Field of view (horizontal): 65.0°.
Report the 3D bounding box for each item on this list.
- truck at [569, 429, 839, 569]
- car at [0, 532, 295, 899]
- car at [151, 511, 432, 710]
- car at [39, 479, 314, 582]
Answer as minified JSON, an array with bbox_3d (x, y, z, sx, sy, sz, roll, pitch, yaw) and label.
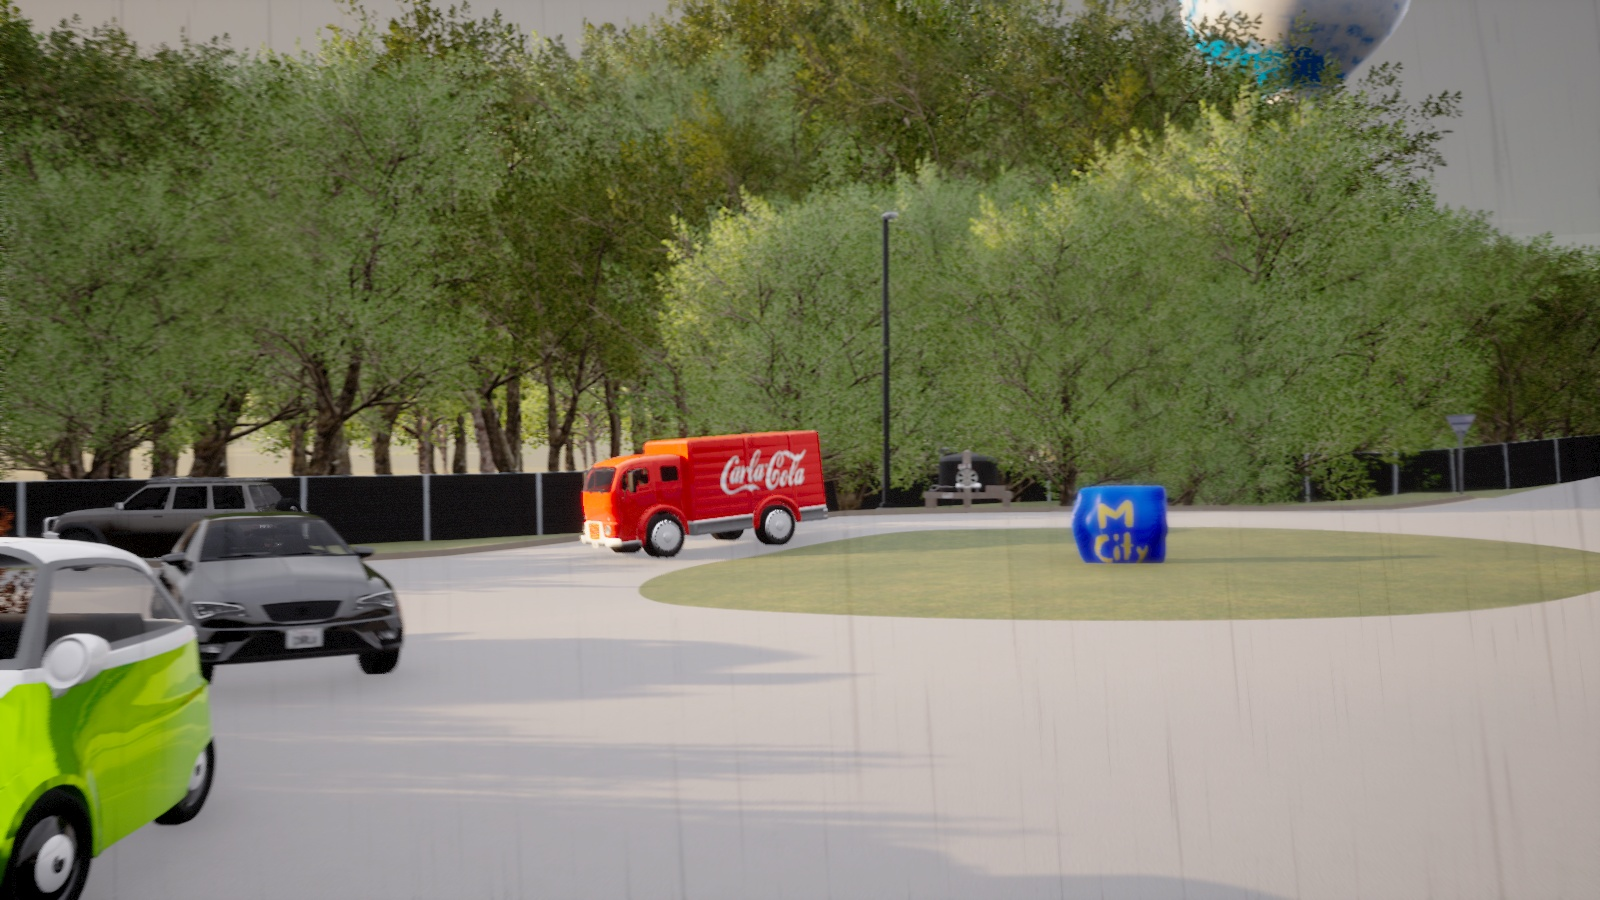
[{"bbox_3d":[-2.098,0.990,27.943,5.204,2.467,2.627,-6,2,-33],"label":"truck"},{"bbox_3d":[-3.260,1.057,5.157,1.481,1.376,2.207,-1,-2,0],"label":"car"},{"bbox_3d":[-5.003,1.371,11.990,1.816,1.474,4.193,0,-3,-31],"label":"car"},{"bbox_3d":[-12.525,1.588,25.392,4.605,1.855,1.932,-2,0,4],"label":"car"}]
